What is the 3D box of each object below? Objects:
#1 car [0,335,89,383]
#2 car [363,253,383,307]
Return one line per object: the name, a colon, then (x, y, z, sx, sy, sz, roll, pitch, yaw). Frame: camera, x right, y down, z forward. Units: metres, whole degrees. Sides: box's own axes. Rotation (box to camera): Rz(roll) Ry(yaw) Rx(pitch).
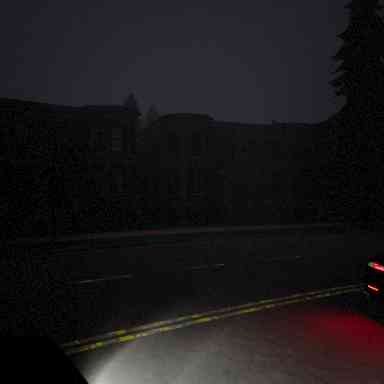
car: (-3.091, 1.547, 1.378, 5.357, 1.411, 2.033, 0, 0, -37)
car: (5.450, 1.491, 6.209, 4.902, 1.511, 2.128, 0, 0, -24)
